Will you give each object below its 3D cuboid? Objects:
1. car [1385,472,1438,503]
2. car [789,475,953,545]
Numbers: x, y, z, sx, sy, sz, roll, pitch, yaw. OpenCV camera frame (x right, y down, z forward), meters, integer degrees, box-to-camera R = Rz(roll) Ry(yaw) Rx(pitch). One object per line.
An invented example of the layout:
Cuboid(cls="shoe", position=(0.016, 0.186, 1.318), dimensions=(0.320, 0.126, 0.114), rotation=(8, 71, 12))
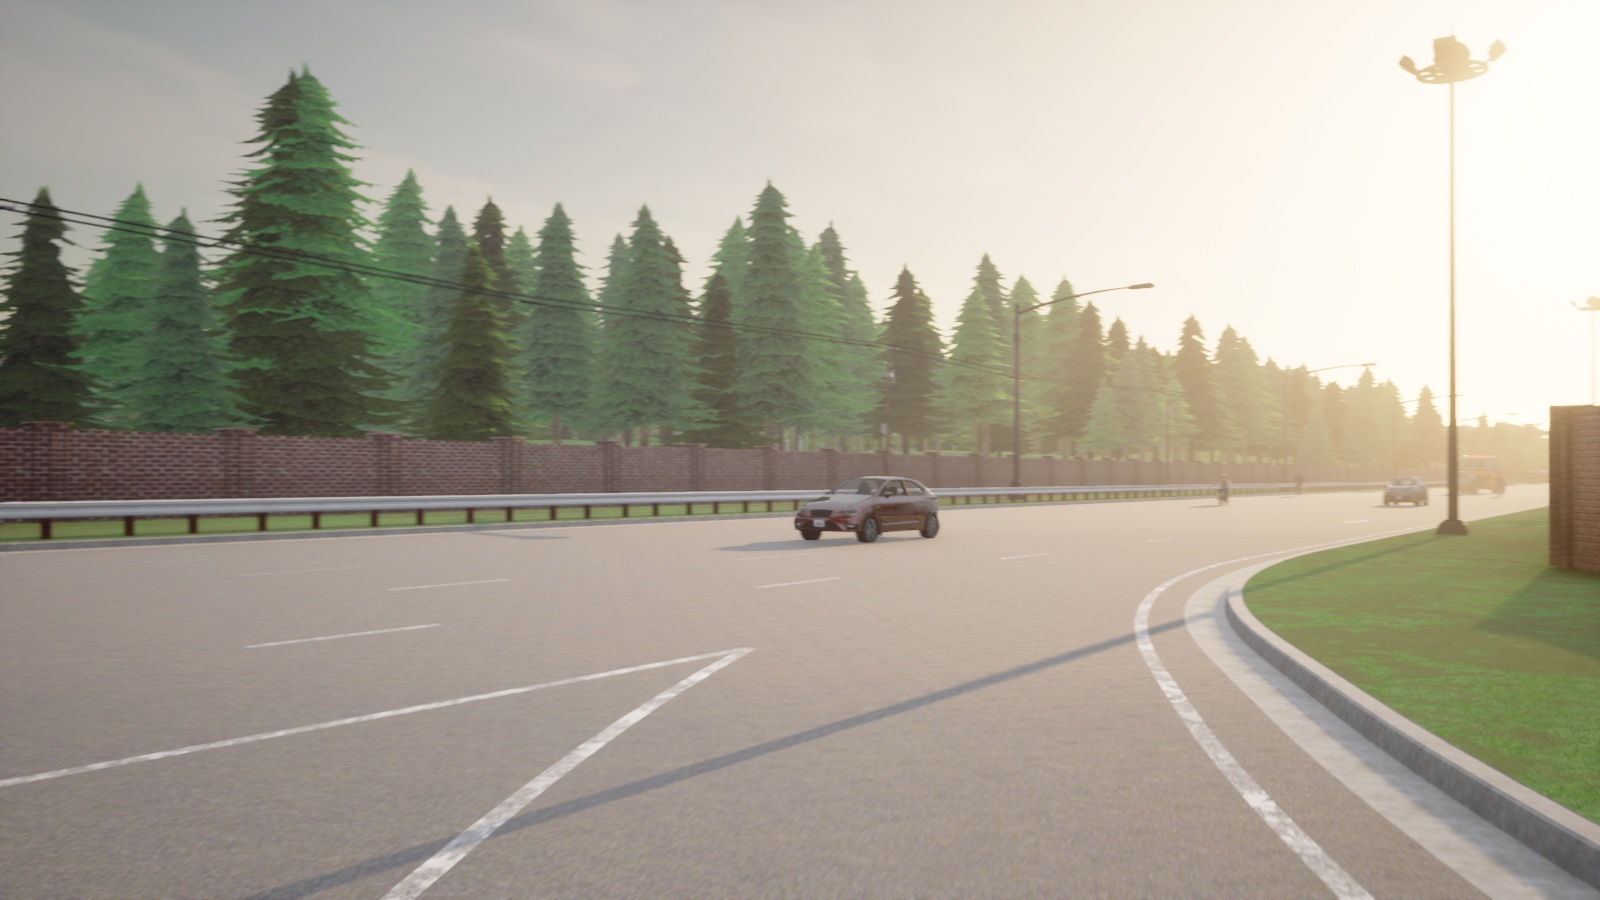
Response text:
Cuboid(cls="car", position=(31.362, 1.893, 64.381), dimensions=(1.845, 1.501, 3.633), rotation=(-1, -1, 36))
Cuboid(cls="car", position=(1.714, 1.331, 29.100), dimensions=(1.816, 1.474, 4.193), rotation=(-1, -1, 36))
